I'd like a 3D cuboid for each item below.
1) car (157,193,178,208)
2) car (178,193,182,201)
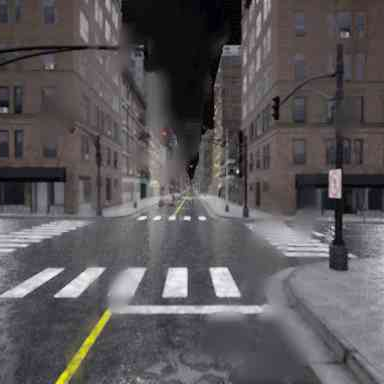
[{"bbox_3d":[-2.998,1.162,40.319,1.812,1.442,4.674,0,2,0],"label":"car"},{"bbox_3d":[-3.008,0.895,64.386,1.812,1.442,4.674,0,2,0],"label":"car"}]
